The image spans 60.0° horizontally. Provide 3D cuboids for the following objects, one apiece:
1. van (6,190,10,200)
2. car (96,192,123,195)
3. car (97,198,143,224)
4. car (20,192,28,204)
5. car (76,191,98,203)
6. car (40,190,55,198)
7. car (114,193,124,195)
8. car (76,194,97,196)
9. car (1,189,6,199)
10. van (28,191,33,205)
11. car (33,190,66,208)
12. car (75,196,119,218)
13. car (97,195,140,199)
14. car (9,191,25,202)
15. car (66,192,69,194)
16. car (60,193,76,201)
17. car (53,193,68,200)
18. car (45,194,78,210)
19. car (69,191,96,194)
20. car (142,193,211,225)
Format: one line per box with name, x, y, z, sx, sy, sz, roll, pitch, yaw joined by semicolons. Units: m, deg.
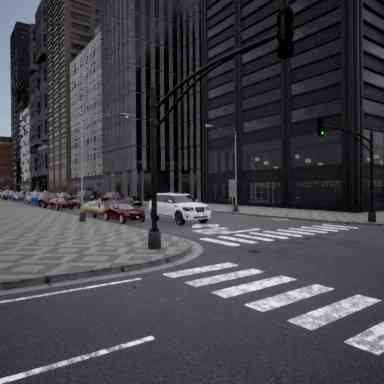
van;-34.661;0.746;65.026;1.690;1.788;3.998;0;1;-36
car;-11.249;0.898;47.260;2.192;1.841;5.009;0;1;-36
car;-4.946;1.416;24.045;1.887;1.381;4.507;0;1;-36
car;-24.757;1.125;51.367;2.008;1.369;4.403;0;1;-36
car;-17.852;0.793;56.367;2.192;1.841;5.009;0;1;-36
car;-34.360;0.509;79.133;2.192;1.841;5.009;0;1;-36
car;-7.949;1.199;42.709;1.947;1.339;4.313;0;1;-36
car;-13.049;1.256;39.936;1.994;1.385;4.181;-1;1;-35
car;-37.963;0.663;69.579;2.192;1.841;5.009;0;1;-36
van;-21.455;0.969;46.812;1.690;1.788;3.998;0;1;-36
car;-18.153;0.995;42.258;2.192;1.841;5.009;0;1;-36
car;-8.148;1.352;28.461;1.752;1.417;4.829;0;1;-36
car;-7.085;1.327;31.684;2.033;1.411;5.357;-1;1;-35
car;-31.360;0.903;60.473;1.967;1.590;4.097;0;1;-36
car;-21.858;0.830;57.331;2.097;1.767;4.553;-1;1;-36
car;-24.457;0.948;65.476;1.802;1.307;4.206;0;1;-36
car;-27.758;0.853;70.029;1.887;1.381;4.507;0;1;-36
car;-14.851;1.275;37.706;1.887;1.381;4.507;0;1;-36
car;-15.679;0.799;48.877;2.150;2.045;5.566;-1;1;-38
car;-1.036;1.085;23.331;2.150;2.045;5.566;-1;1;-36
